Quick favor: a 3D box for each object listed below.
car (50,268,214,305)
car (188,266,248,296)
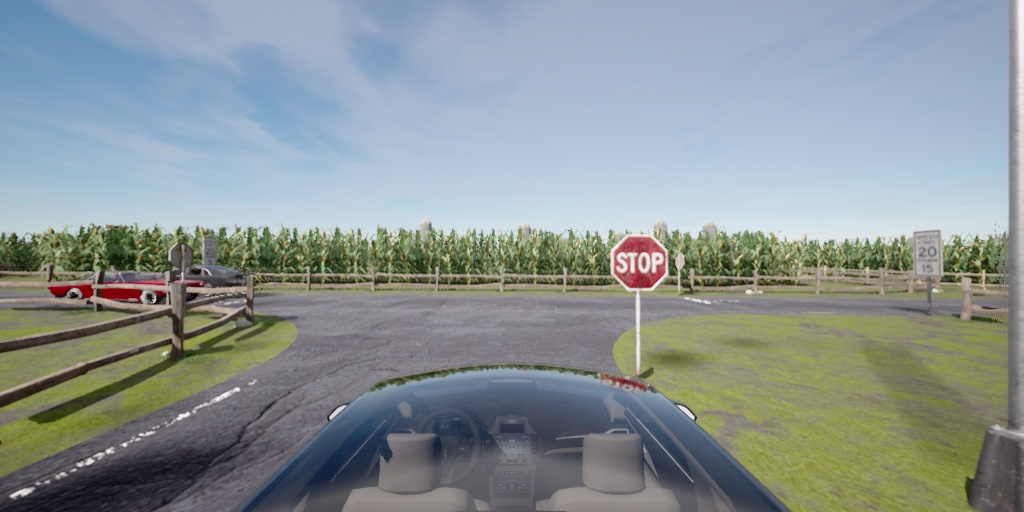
[{"bbox_3d":[-15.405,1.272,14.622,4.718,1.301,1.895,0,-1,0],"label":"car"},{"bbox_3d":[-15.504,1.233,17.529,4.892,1.490,1.837,0,-2,1],"label":"car"}]
